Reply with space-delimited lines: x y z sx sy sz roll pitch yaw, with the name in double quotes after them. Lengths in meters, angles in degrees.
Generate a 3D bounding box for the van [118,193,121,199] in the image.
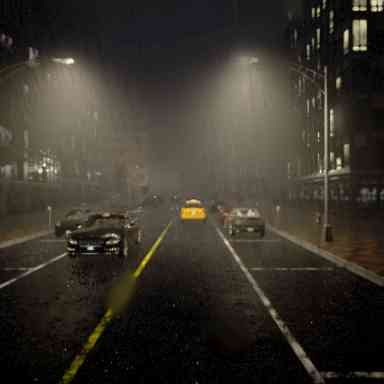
-19.705 1.183 83.531 3.998 1.788 1.690 0 0 1 "van"

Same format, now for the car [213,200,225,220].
2.708 1.500 23.171 1.802 1.307 4.206 1 0 0 "car"

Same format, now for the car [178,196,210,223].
0.107 1.369 24.878 1.801 1.575 5.366 0 0 0 "car"

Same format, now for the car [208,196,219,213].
2.712 1.442 34.323 1.947 1.339 4.313 1 0 0 "car"

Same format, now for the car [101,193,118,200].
-19.816 1.316 75.150 4.403 1.369 2.008 0 0 1 "car"

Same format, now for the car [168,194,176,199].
-5.646 1.181 94.655 1.802 1.307 4.206 1 0 0 "car"

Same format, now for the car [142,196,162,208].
-5.662 1.270 45.491 1.967 1.590 4.097 1 0 0 "car"

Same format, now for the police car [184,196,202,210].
0.115 1.347 41.810 2.038 1.542 4.974 0 0 0 "police car"

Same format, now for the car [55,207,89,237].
-5.674 1.504 17.619 1.947 1.339 4.313 1 0 0 "car"

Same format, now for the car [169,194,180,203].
-2.981 1.261 59.716 2.128 1.511 4.902 0 0 0 "car"

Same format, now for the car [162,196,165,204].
-5.660 1.346 56.641 1.947 1.339 4.313 1 0 0 "car"

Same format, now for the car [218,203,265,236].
2.706 1.490 17.593 2.008 1.369 4.403 1 0 0 "car"

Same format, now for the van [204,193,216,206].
2.721 1.147 51.054 1.690 1.788 3.998 1 0 0 "van"

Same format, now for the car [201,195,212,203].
2.723 1.300 62.208 1.887 1.381 4.507 1 0 0 "car"

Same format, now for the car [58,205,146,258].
-3.095 1.461 12.574 1.837 1.490 4.892 0 0 0 "car"

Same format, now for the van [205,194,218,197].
2.719 1.171 45.477 1.690 1.788 3.998 1 0 0 "van"
